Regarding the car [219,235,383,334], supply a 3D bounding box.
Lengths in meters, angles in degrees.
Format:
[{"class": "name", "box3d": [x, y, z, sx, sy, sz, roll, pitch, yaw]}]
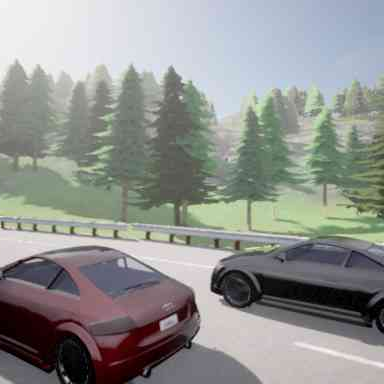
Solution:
[{"class": "car", "box3d": [2.440, 1.550, 6.424, 4.181, 1.385, 1.994, 0, 0, 35]}]

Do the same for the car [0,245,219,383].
[{"class": "car", "box3d": [-1.941, 1.557, 5.181, 4.181, 1.385, 1.994, 0, 0, 34]}]
